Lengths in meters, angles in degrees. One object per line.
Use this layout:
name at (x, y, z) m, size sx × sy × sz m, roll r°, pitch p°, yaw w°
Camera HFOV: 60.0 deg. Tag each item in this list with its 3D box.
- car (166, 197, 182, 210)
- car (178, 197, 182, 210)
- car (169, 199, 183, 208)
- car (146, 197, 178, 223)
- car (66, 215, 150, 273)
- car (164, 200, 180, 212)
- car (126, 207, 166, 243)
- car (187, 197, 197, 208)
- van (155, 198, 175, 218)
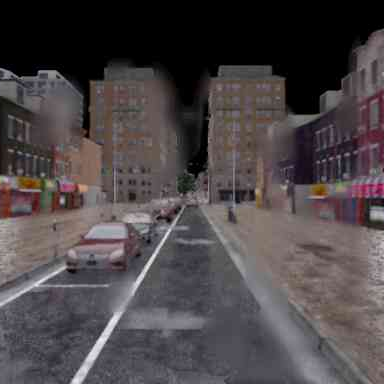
car at (-2.634, 1.657, 50.135) m, size 2.192 × 1.841 × 5.009 m, roll 0°, pitch 0°, yaw 0°
car at (-2.634, 1.566, 38.908) m, size 2.192 × 1.841 × 5.009 m, roll 0°, pitch 0°, yaw 0°
car at (-2.635, 1.939, 55.747) m, size 2.008 × 1.369 × 4.403 m, roll 0°, pitch 0°, yaw 0°
car at (-2.633, 1.484, 27.680) m, size 2.192 × 1.841 × 5.009 m, roll 0°, pitch 0°, yaw 0°
car at (-2.633, 1.643, 10.838) m, size 1.802 × 1.307 × 4.206 m, roll 0°, pitch 0°, yaw 0°
car at (-2.635, 1.820, 44.350) m, size 1.752 × 1.417 × 4.829 m, roll 0°, pitch 0°, yaw 0°
car at (-2.633, 1.645, 16.452) m, size 2.008 × 1.369 × 4.403 m, roll 0°, pitch 0°, yaw 0°
car at (0.000, 1.948, 57.252) m, size 2.033 × 1.411 × 5.357 m, roll 0°, pitch 0°, yaw 0°
van at (-2.633, 1.550, 33.294) m, size 1.690 × 1.788 × 3.998 m, roll 0°, pitch 0°, yaw 0°
